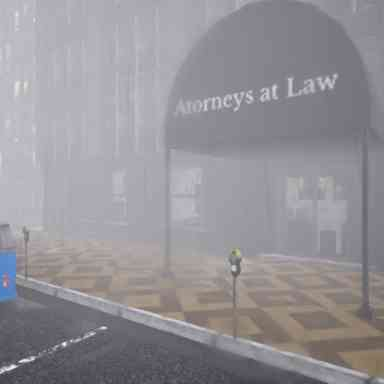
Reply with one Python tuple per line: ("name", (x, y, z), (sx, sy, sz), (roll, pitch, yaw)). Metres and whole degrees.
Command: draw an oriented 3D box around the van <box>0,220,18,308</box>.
("van", (-5.103, 1.341, 6.534), (3.998, 1.788, 1.690), (0, 0, 36))
